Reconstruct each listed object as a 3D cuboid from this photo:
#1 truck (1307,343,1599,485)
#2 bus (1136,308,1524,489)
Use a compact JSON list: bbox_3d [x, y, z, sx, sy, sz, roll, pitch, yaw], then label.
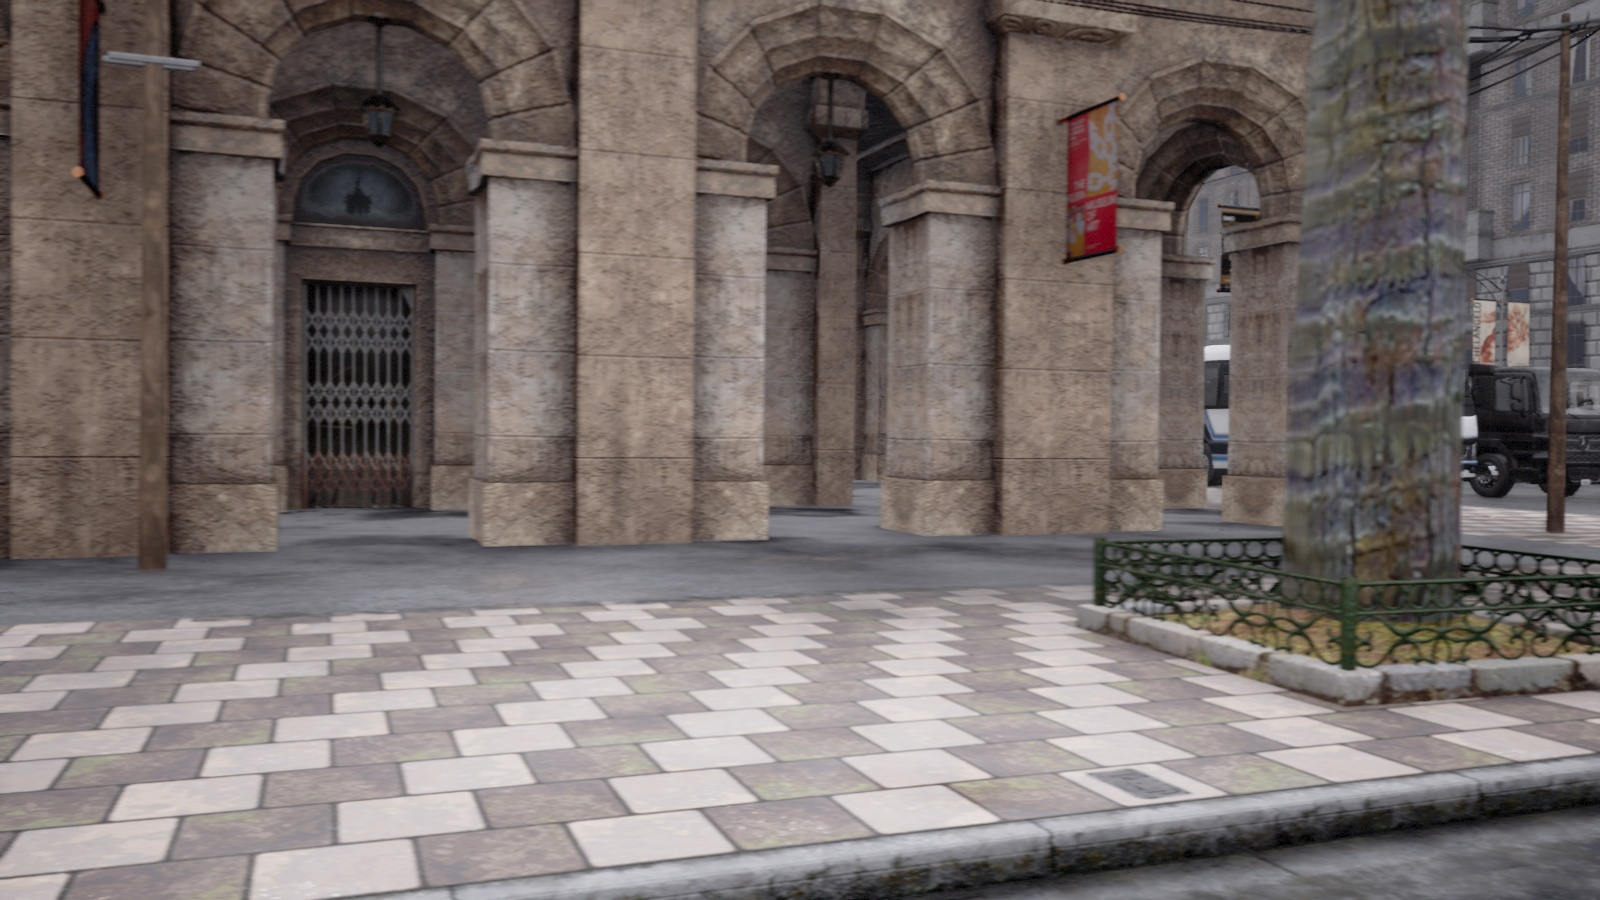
[{"bbox_3d":[18.073,-0.944,34.723,2.891,3.462,7.936,-1,1,-21],"label":"truck"},{"bbox_3d":[14.179,-1.302,35.062,3.944,4.253,10.273,-1,1,-21],"label":"bus"}]
